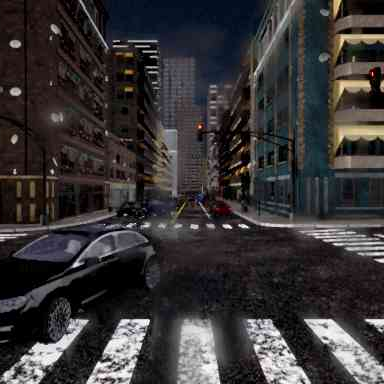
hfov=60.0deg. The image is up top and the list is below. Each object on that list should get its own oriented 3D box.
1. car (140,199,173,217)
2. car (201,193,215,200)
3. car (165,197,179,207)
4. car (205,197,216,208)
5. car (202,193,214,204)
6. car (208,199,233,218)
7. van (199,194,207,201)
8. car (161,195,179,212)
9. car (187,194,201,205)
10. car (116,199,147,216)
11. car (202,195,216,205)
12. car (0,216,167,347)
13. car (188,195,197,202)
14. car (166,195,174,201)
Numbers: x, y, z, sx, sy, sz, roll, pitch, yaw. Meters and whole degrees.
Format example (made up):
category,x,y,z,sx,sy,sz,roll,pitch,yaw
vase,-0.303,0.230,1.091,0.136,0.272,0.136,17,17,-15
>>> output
category,x,y,z,sx,sy,sz,roll,pitch,yaw
car,-3.054,1.603,29.541,1.895,1.301,4.718,0,0,0
car,3.201,1.246,60.976,2.150,2.045,5.566,0,0,0
car,-3.008,1.538,50.733,1.812,1.442,4.674,0,0,0
car,2.739,1.570,35.902,1.947,1.339,4.313,0,0,0
car,3.212,1.243,67.976,2.150,2.045,5.566,0,0,0
car,2.731,1.584,30.379,1.802,1.307,4.206,0,0,0
van,2.813,1.379,85.614,1.690,1.788,3.998,-1,0,0
car,-3.035,1.358,39.537,2.097,1.767,4.553,0,0,0
car,0.093,1.509,60.671,2.128,1.511,4.902,0,0,0
car,-5.651,1.568,30.404,1.947,1.339,4.313,0,0,0
car,2.756,1.555,46.949,1.887,1.381,4.507,0,0,0
car,-2.262,1.491,6.655,2.128,1.511,4.902,-1,0,22
car,0.108,1.381,69.844,1.812,1.442,4.674,0,0,0
car,-5.566,1.563,85.469,1.752,1.417,4.829,0,0,0
